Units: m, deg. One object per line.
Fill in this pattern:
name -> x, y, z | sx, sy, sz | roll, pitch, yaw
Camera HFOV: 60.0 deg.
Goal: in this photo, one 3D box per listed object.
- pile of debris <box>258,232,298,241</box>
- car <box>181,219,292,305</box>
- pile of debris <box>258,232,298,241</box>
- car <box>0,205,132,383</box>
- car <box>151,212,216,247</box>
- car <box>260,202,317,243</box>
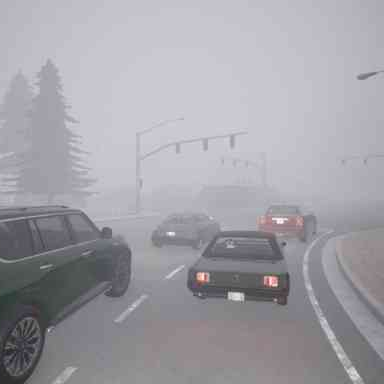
pile of debris -> 4.208, 2.145, 16.172 | 1.500, 0.140, 1.860 | 0, 0, 29
car -> 1.337, 1.588, 8.142 | 1.895, 1.301, 4.718 | 0, 0, 14
pile of debris -> 4.208, 2.145, 16.172 | 1.500, 0.140, 1.860 | 0, 0, 29
car -> -2.785, 1.222, 5.547 | 2.150, 2.045, 5.566 | 0, 0, 8
car -> -0.105, 1.545, 14.502 | 1.994, 1.385, 4.181 | 0, 0, 20
car -> 4.828, 1.320, 16.412 | 2.097, 1.767, 4.553 | 0, 0, 27
